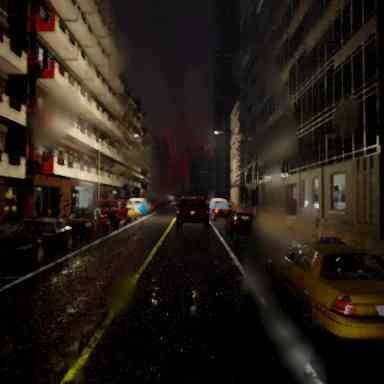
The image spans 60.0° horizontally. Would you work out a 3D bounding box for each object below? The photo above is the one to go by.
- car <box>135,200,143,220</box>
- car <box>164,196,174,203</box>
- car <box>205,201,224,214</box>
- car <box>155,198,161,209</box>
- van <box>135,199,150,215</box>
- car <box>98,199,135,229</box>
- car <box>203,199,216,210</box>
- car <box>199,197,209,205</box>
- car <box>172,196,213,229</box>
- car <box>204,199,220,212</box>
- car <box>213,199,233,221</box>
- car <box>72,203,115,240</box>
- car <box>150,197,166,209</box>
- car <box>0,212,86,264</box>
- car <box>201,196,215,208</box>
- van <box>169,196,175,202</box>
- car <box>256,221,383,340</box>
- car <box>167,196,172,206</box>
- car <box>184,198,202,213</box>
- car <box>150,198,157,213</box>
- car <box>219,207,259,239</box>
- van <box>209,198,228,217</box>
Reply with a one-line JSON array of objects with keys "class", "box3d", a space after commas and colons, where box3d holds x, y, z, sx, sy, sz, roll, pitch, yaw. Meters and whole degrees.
[{"class": "car", "box3d": [-5.704, 1.726, 28.528, 1.752, 1.417, 4.829, 1, 0, 0]}, {"class": "car", "box3d": [-5.694, 1.889, 84.166, 2.192, 1.841, 5.009, 1, 0, 0]}, {"class": "car", "box3d": [2.678, 1.842, 39.886, 1.947, 1.339, 4.313, 1, 0, 0]}, {"class": "car", "box3d": [-5.673, 1.896, 45.338, 1.802, 1.307, 4.206, 1, 0, 0]}, {"class": "van", "box3d": [-5.668, 1.581, 34.247, 1.690, 1.788, 3.998, 1, 0, 0]}, {"class": "car", "box3d": [-5.689, 1.479, 23.154, 2.192, 1.841, 5.009, 1, 0, 0]}, {"class": "car", "box3d": [2.671, 1.877, 51.152, 1.752, 1.417, 4.829, 1, 0, 0]}, {"class": "car", "box3d": [2.658, 1.939, 73.173, 1.967, 1.590, 4.097, 1, 0, 0]}, {"class": "car", "box3d": [0.078, 1.381, 23.049, 2.150, 2.045, 5.566, 0, -1, 1]}, {"class": "car", "box3d": [2.677, 1.753, 45.435, 1.967, 1.590, 4.097, 1, 0, 0]}, {"class": "car", "box3d": [2.688, 1.641, 28.791, 1.967, 1.590, 4.097, 1, 0, 0]}, {"class": "car", "box3d": [-5.684, 1.565, 17.607, 1.967, 1.590, 4.097, 1, 0, 0]}, {"class": "car", "box3d": [-5.672, 1.666, 50.886, 2.192, 1.841, 5.009, 1, 0, 0]}, {"class": "car", "box3d": [-5.682, 1.637, 12.059, 2.008, 1.369, 4.403, 1, 0, 0]}, {"class": "car", "box3d": [2.671, 1.703, 56.531, 2.192, 1.841, 5.009, 1, 0, 0]}, {"class": "van", "box3d": [-5.702, 1.988, 95.259, 1.690, 1.788, 3.998, 1, 0, 0]}, {"class": "car", "box3d": [2.702, 1.573, 6.769, 1.752, 1.417, 4.829, 1, 0, 0]}, {"class": "car", "box3d": [-5.688, 2.029, 67.525, 1.947, 1.339, 4.313, 1, 0, 0]}, {"class": "car", "box3d": [0.072, 1.636, 41.095, 2.097, 1.767, 4.553, 0, 0, 0]}, {"class": "car", "box3d": [-5.668, 1.801, 39.622, 1.752, 1.417, 4.829, 1, 0, 0]}, {"class": "car", "box3d": [2.693, 1.706, 17.695, 1.802, 1.307, 4.206, 1, 0, 0]}, {"class": "van", "box3d": [2.686, 1.580, 34.340, 1.690, 1.788, 3.998, 1, 0, 0]}]
